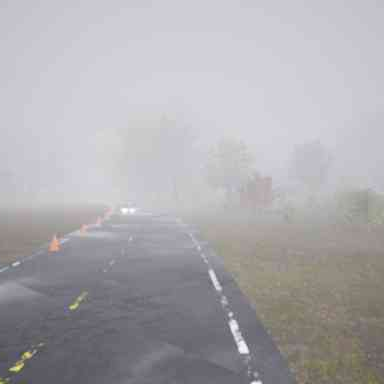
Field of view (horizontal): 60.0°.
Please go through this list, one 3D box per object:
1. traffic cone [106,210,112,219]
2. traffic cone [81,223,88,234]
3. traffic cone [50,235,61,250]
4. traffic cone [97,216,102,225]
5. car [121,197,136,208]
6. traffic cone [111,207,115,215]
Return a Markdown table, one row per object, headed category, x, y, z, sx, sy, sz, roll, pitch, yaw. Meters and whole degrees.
| category | x | y | z | sx | sy | sz | roll | pitch | yaw |
| --- | --- | --- | --- | --- | --- | --- | --- | --- | --- |
| traffic cone | -7.081 | 1.983 | 27.808 | 0.340 | 0.580 | 0.340 | 0 | 0 | -9 |
| traffic cone | -5.840 | 1.976 | 18.027 | 0.340 | 0.580 | 0.340 | 0 | 0 | -6 |
| traffic cone | -5.410 | 1.973 | 13.116 | 0.340 | 0.580 | 0.340 | 0 | 0 | -4 |
| traffic cone | -6.398 | 1.980 | 22.925 | 0.340 | 0.580 | 0.340 | 0 | 0 | -7 |
| car | -9.577 | 1.532 | 49.820 | 2.128 | 1.511 | 4.902 | 0 | 0 | -16 |
| traffic cone | -7.891 | 1.987 | 32.671 | 0.340 | 0.580 | 0.340 | 0 | 0 | -10 |
